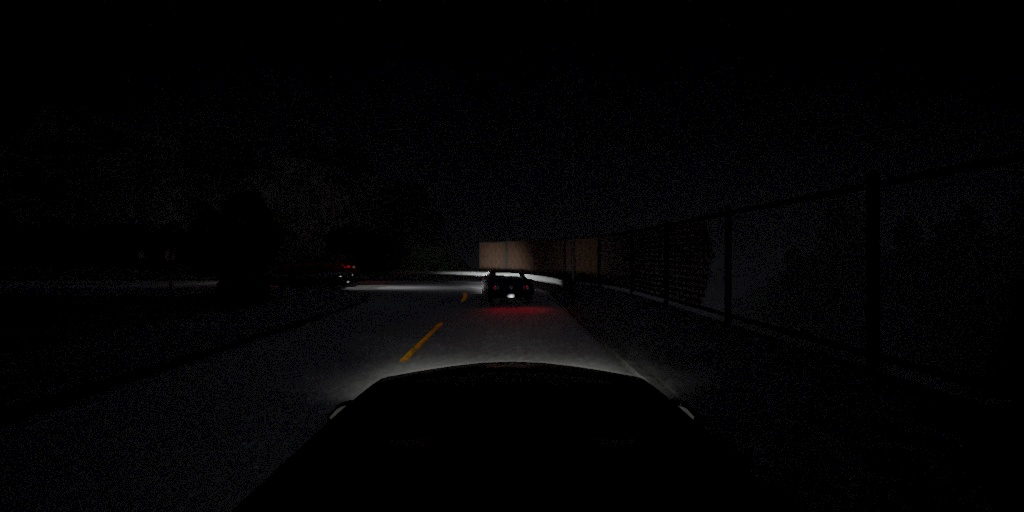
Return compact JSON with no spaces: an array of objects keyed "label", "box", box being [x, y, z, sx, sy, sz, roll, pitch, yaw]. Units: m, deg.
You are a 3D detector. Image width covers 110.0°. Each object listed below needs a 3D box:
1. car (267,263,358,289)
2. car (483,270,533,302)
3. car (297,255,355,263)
[{"label":"car","box":[-12.395,1.299,22.391,4.718,1.301,1.895,0,0,3]},{"label":"car","box":[-0.342,1.314,16.703,1.895,1.301,4.718,0,0,-8]},{"label":"car","box":[-14.584,0.907,26.942,5.566,2.045,2.150,0,0,-2]}]
